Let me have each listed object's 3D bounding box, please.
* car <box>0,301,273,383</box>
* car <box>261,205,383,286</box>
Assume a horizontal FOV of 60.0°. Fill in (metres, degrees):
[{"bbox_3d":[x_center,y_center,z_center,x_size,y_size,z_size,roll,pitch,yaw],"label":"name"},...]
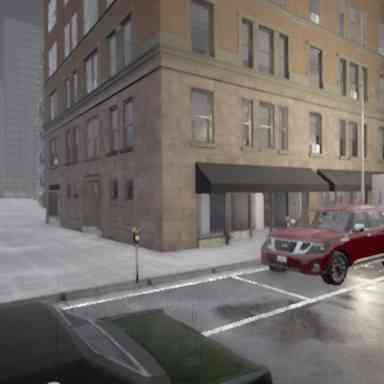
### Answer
[{"bbox_3d":[-1.747,1.601,2.005,4.718,1.301,1.895,0,0,-36],"label":"car"},{"bbox_3d":[4.232,1.316,9.595,5.009,1.841,2.192,0,-1,-36],"label":"car"}]
